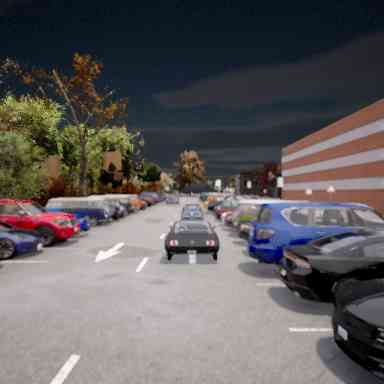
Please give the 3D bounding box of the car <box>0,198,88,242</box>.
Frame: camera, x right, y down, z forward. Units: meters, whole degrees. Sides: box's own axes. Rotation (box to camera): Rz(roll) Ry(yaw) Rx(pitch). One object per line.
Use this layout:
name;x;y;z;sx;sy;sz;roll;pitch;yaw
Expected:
car;-8.126;1.387;15.385;5.566;2.045;2.435;0;-1;0

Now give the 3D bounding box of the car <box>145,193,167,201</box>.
car;-8.063;1.127;74.832;4.553;1.767;2.185;0;0;0

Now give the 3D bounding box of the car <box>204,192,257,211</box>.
car;4.402;1.317;35.348;5.566;2.045;2.435;0;0;0

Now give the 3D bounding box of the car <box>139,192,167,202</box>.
car;-8.100;1.060;69.051;5.566;2.045;2.435;0;0;0

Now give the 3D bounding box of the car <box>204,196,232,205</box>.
car;4.437;1.440;57.956;4.674;1.452;2.002;0;0;0

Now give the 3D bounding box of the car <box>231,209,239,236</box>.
car;4.419;1.680;15.549;4.674;1.452;2.002;0;-1;0

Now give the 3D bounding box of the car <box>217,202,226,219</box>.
car;4.428;1.693;24.048;4.674;1.452;2.002;0;0;0

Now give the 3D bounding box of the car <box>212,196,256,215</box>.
car;4.396;1.485;29.698;4.553;1.767;2.185;0;0;0

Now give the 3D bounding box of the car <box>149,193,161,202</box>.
car;-8.125;1.421;55.059;5.008;1.535;2.097;0;0;0

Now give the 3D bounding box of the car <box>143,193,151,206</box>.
car;-8.165;1.381;43.639;4.553;1.767;2.185;0;0;0

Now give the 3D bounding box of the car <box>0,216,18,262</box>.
car;-8.128;1.610;9.735;4.792;1.488;2.163;0;-1;0

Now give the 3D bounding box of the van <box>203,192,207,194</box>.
van;4.321;1.216;52.303;4.442;1.987;1.878;0;0;0

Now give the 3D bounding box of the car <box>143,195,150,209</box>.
car;-8.141;1.528;40.817;5.008;1.535;2.097;0;0;0

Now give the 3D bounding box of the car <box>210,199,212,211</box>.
car;4.426;1.629;32.525;4.674;1.452;2.002;0;0;0

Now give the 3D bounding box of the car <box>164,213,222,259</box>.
car;0.021;1.737;13.242;1.895;1.301;4.718;0;-1;0

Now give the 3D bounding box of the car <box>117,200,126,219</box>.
car;-8.177;1.662;26.825;4.792;1.488;2.163;0;1;0

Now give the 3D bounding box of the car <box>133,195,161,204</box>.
car;-8.123;1.380;60.706;4.892;1.521;2.231;0;0;0

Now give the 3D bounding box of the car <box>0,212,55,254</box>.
car;-8.127;1.639;12.559;4.792;1.488;2.163;0;-1;0

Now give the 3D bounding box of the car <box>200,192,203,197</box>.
car;4.449;1.334;66.432;5.008;1.535;2.097;0;1;0

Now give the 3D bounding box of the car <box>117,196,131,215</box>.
car;-8.112;1.486;29.522;4.553;1.767;2.185;0;0;0

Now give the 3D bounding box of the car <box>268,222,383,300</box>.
car;4.412;1.553;7.073;5.008;1.535;2.097;0;-1;0

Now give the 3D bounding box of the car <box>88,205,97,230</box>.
car;-8.147;1.663;18.218;5.008;1.535;2.097;0;-1;0

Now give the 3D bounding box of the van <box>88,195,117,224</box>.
van;-8.029;1.428;23.997;4.442;1.987;1.878;0;0;0

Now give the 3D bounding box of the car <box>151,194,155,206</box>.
car;-8.128;1.486;46.463;5.008;1.535;2.097;0;0;0

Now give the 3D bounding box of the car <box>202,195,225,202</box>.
car;4.448;1.349;69.260;4.674;1.452;2.002;0;1;0

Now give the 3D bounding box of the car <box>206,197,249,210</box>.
car;4.619;1.502;43.827;5.366;1.575;1.946;0;0;0

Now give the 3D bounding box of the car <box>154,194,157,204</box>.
car;-8.136;1.464;49.287;5.008;1.535;2.097;0;0;0

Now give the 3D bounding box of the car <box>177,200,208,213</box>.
car;0.019;1.695;27.489;2.033;1.411;5.357;0;0;0

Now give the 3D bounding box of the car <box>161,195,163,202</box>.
car;-8.123;1.400;57.882;5.008;1.535;2.097;0;0;0

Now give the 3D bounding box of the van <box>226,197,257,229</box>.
van;4.306;1.438;18.257;4.442;1.987;1.878;0;0;0

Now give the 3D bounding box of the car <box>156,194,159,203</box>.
car;-8.160;1.472;52.235;4.792;1.488;2.163;0;0;0

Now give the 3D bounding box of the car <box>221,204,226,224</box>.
car;4.421;1.709;21.214;4.674;1.452;2.002;0;0;0

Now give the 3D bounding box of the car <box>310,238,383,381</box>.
car;4.422;1.524;4.248;5.008;1.535;2.097;0;-1;0

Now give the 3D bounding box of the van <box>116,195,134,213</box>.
van;-8.259;1.364;32.468;4.442;1.987;1.878;0;0;0

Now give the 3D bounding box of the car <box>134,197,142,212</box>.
car;-8.145;1.570;35.294;4.892;1.521;2.231;0;0;0

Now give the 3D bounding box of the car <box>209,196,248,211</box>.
car;4.401;1.401;41.001;4.553;1.767;2.185;0;0;0

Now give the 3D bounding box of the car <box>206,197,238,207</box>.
car;4.439;1.503;49.479;4.674;1.452;2.002;0;0;0

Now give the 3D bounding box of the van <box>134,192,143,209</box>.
van;-8.253;1.322;38.118;4.442;1.987;1.878;0;0;0

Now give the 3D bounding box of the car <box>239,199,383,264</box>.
car;4.447;1.331;9.901;5.566;2.045;2.435;0;-1;0

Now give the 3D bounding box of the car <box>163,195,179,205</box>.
car;-3.295;1.276;57.350;2.097;1.767;4.553;0;0;0

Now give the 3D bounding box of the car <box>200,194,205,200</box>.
car;4.250;1.481;46.653;5.366;1.575;1.946;0;0;0
